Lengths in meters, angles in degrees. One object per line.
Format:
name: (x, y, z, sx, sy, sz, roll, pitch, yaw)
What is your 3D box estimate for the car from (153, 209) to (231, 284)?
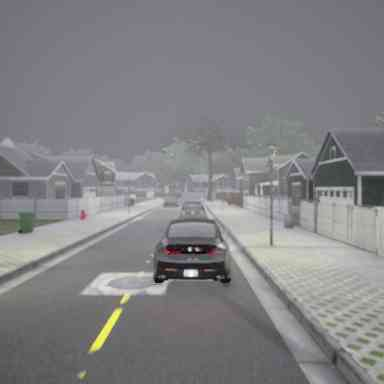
car: (0.052, 1.457, 9.436, 1.837, 1.490, 4.892, 0, 0, 2)

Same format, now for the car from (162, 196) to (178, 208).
car: (-2.827, 1.269, 44.451, 1.837, 1.490, 4.892, 0, 0, 0)

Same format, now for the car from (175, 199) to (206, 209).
car: (0.073, 1.421, 24.780, 2.033, 1.411, 5.357, 0, 0, 0)
